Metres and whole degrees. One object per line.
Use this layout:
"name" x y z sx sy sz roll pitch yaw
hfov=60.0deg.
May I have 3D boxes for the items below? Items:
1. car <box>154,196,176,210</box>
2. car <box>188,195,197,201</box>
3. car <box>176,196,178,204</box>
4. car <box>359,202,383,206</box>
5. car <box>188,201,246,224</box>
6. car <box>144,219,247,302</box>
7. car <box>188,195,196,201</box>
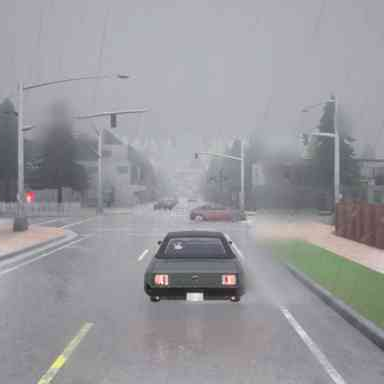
"car" -3.572 1.352 41.988 2.097 1.767 4.553 0 0 0
"car" 0.047 1.595 71.433 1.895 1.301 4.718 0 0 0
"car" -3.561 1.525 52.222 1.812 1.442 4.674 0 0 0
"car" 15.317 1.581 29.258 4.718 1.301 1.895 0 0 -8
"car" 1.843 1.556 24.408 4.181 1.385 1.994 0 0 -4
"car" 0.073 1.601 8.202 1.895 1.301 4.718 0 0 0
"car" 0.051 1.477 81.469 1.882 1.535 5.008 0 0 0
